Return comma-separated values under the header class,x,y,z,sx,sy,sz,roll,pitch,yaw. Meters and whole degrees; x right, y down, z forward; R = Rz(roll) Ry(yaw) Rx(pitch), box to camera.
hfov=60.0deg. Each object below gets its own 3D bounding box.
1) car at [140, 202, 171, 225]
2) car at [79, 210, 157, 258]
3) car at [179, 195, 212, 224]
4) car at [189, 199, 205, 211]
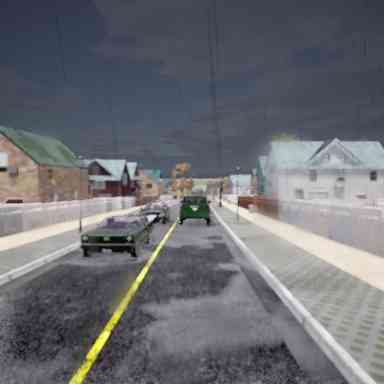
class,x,y,z,sx,sy,sz,roll,pitch,yaw
car,-2.562,1.469,23.786,2.128,1.511,4.902,0,0,1
car,-2.705,1.581,12.880,1.895,1.301,4.718,0,0,1
car,0.253,1.207,24.654,2.150,2.045,5.566,0,0,2
car,0.716,1.600,42.636,1.895,1.301,4.718,0,0,2
